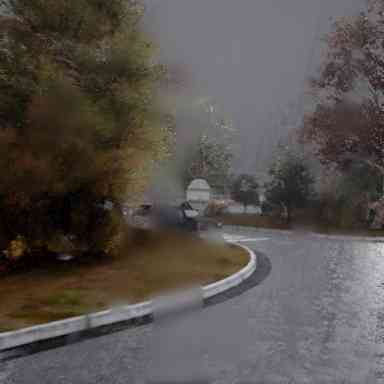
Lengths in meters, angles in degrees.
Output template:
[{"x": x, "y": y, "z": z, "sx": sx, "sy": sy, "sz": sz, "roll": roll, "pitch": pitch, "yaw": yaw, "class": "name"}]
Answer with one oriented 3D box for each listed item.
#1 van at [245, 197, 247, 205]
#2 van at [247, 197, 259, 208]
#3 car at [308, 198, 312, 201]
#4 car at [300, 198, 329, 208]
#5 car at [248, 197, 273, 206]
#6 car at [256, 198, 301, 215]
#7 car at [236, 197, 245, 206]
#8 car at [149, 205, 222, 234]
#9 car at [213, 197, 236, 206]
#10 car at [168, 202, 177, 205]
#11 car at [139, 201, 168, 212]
[{"x": 11.621, "y": 2.185, "z": 77.040, "sx": 1.878, "sy": 1.987, "sz": 4.442, "roll": 1, "pitch": -1, "yaw": -36, "class": "van"}, {"x": 13.323, "y": 2.066, "z": 63.419, "sx": 1.878, "sy": 1.987, "sz": 4.442, "roll": 1, "pitch": -1, "yaw": -36, "class": "van"}, {"x": 22.429, "y": 2.250, "z": 69.894, "sx": 2.435, "sy": 2.045, "sz": 5.566, "roll": 2, "pitch": -1, "yaw": -36, "class": "car"}, {"x": 26.839, "y": 2.399, "z": 73.114, "sx": 2.435, "sy": 2.045, "sz": 5.566, "roll": 2, "pitch": -1, "yaw": -36, "class": "car"}, {"x": 16.582, "y": 2.298, "z": 80.745, "sx": 2.435, "sy": 2.045, "sz": 5.566, "roll": 2, "pitch": -1, "yaw": -36, "class": "car"}, {"x": 11.706, "y": 2.090, "z": 44.162, "sx": 2.150, "sy": 2.045, "sz": 5.566, "roll": 3, "pitch": -3, "yaw": -35, "class": "car"}, {"x": 9.109, "y": 2.227, "z": 75.328, "sx": 2.185, "sy": 1.767, "sz": 4.553, "roll": 1, "pitch": -1, "yaw": -36, "class": "car"}, {"x": -0.393, "y": 1.805, "z": 21.367, "sx": 2.033, "sy": 1.411, "sz": 5.357, "roll": 3, "pitch": -3, "yaw": -36, "class": "car"}, {"x": 6.617, "y": 2.306, "z": 73.792, "sx": 1.946, "sy": 1.575, "sz": 5.366, "roll": 1, "pitch": -1, "yaw": -36, "class": "car"}, {"x": -3.478, "y": 2.232, "z": 51.161, "sx": 2.002, "sy": 1.452, "sz": 4.674, "roll": 0, "pitch": 0, "yaw": -36, "class": "car"}, {"x": -6.021, "y": 2.071, "z": 49.266, "sx": 2.185, "sy": 1.767, "sz": 4.553, "roll": 0, "pitch": 0, "yaw": -36, "class": "car"}]
